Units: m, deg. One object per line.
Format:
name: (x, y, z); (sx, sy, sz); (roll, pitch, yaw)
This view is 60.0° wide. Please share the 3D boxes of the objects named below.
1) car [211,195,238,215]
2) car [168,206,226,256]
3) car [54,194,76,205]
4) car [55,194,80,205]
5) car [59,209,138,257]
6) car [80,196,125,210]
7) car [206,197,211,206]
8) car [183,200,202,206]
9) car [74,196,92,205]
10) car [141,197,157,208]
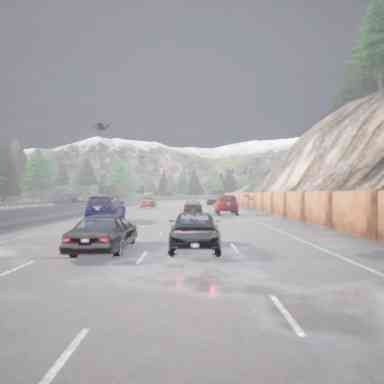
car: (3.599, 1.364, 35.464); (2.150, 2.045, 5.566); (0, -1, 0)
car: (0.101, 1.547, 13.332); (2.128, 1.511, 4.902); (0, 0, 0)
car: (-24.502, 1.365, 64.295); (2.150, 2.045, 5.566); (0, 0, 0)
car: (-17.553, 1.549, 47.352); (2.097, 1.767, 4.553); (0, 0, 1)
car: (-3.401, 1.602, 13.073); (2.033, 1.411, 5.357); (0, 0, 0)
car: (-6.902, 1.334, 26.965); (2.150, 2.045, 5.566); (0, 0, 0)
car: (3.597, 1.725, 60.285); (1.882, 1.535, 5.008); (0, 0, 0)
car: (0.100, 1.623, 35.372); (1.882, 1.535, 5.008); (0, 0, 0)
car: (-21.002, 1.632, 64.325); (1.882, 1.535, 5.008); (0, 0, 0)
car: (-6.902, 1.573, 53.658); (2.097, 1.767, 4.553); (0, 0, 0)
